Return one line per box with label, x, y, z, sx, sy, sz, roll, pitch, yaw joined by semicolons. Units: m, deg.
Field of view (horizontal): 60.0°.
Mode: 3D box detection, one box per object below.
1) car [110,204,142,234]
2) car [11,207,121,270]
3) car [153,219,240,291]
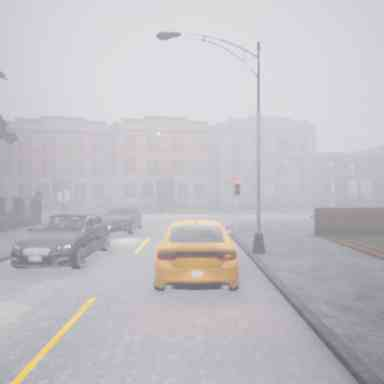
car;-3.999;1.492;18.961;1.837;1.490;4.892;0;0;0
car;-4.073;1.485;11.115;2.128;1.511;4.902;0;0;0
car;0.105;1.471;9.055;1.882;1.535;5.008;0;0;0
